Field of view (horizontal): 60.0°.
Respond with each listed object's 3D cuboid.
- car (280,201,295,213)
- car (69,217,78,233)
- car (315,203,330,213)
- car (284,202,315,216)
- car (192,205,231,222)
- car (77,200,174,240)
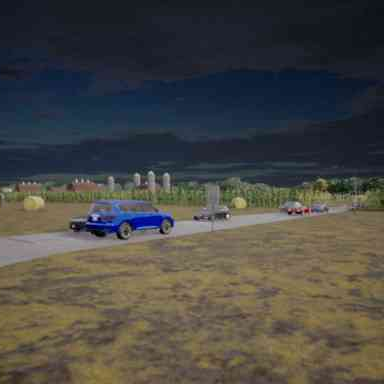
[{"bbox_3d":[14.665,2.194,49.140,2.097,1.767,4.553,0,-1,36],"label":"car"},{"bbox_3d":[-5.359,1.744,21.092,1.882,1.535,5.008,0,-1,35],"label":"car"},{"bbox_3d":[19.920,2.490,51.781,2.033,1.411,5.357,0,-1,35],"label":"car"},{"bbox_3d":[14.122,2.379,43.548,1.895,1.301,4.718,0,-1,36],"label":"car"},{"bbox_3d":[1.952,1.986,31.433,1.837,1.490,4.892,0,-1,35],"label":"car"},{"bbox_3d":[-3.360,1.492,19.049,2.150,2.045,5.566,0,-1,35],"label":"car"}]
